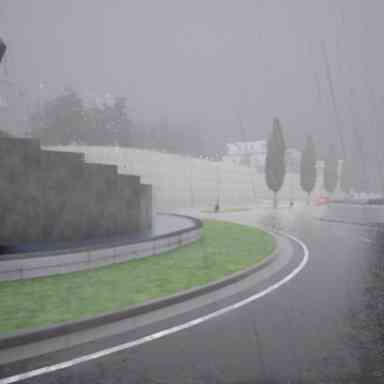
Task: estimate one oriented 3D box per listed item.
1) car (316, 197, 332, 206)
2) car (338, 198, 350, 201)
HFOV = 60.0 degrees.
[{"bbox_3d":[25.870,1.697,64.944,2.097,1.767,4.553,0,0,37],"label":"car"},{"bbox_3d":[29.174,1.889,63.506,1.837,1.490,4.892,0,0,37],"label":"car"}]
